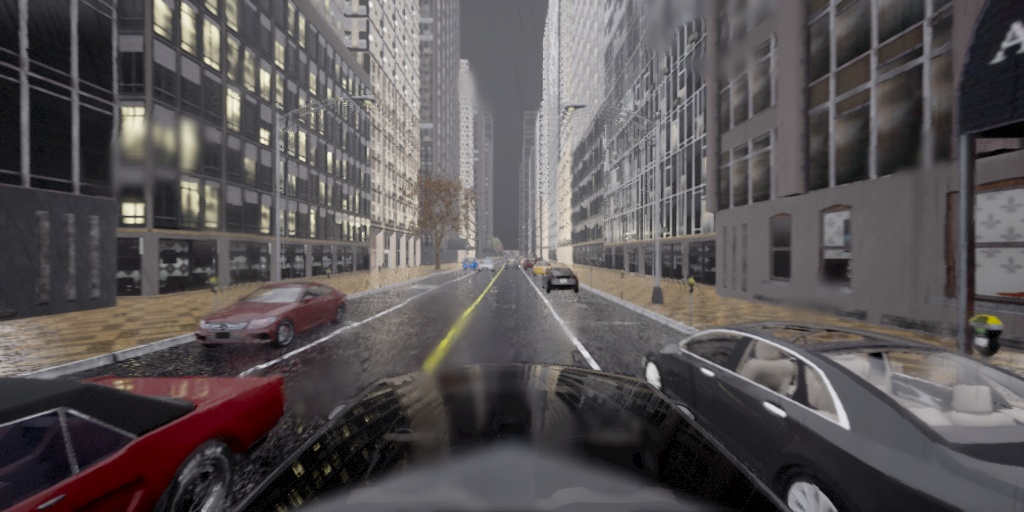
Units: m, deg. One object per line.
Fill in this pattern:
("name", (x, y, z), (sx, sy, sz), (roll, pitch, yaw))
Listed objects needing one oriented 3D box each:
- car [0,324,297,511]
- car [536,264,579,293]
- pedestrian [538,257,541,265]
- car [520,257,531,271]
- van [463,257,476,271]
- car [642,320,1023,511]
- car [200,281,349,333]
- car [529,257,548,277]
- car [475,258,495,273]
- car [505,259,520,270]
("car", (-3.100, 1.351, 1.197), (1.895, 1.301, 4.718), (0, 0, 0))
("car", (2.684, 1.310, 20.550), (1.948, 1.339, 4.313), (0, 0, 0))
("pedestrian", (2.989, 1.026, 38.919), (0.375, 1.860, 0.375), (0, 0, 0))
("car", (2.677, 1.038, 49.042), (2.192, 1.841, 5.009), (0, 0, 0))
("van", (-5.704, 1.064, 49.044), (1.690, 1.789, 3.998), (0, 0, 0))
("car", (2.689, 1.300, 3.455), (2.007, 1.370, 4.403), (0, 0, 0))
("car", (-5.693, 1.330, 9.157), (1.802, 1.307, 4.207), (0, 0, 0))
("car", (2.990, 1.190, 35.932), (1.801, 1.575, 5.366), (0, 0, 0))
("car", (-3.097, 1.254, 43.505), (1.812, 1.442, 4.674), (0, 0, 0))
("car", (-0.006, 1.214, 51.226), (2.128, 1.511, 4.902), (0, 0, 0))
